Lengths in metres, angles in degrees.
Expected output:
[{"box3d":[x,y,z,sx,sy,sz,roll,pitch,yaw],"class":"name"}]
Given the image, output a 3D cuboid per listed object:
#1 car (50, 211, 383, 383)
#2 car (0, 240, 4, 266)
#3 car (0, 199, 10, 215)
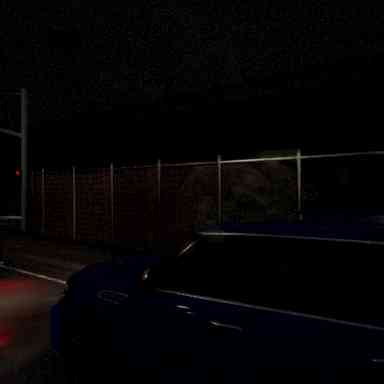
[{"box3d":[0.935,1.221,3.323,5.566,2.045,2.150,0,0,35],"class":"car"},{"box3d":[-7.080,1.492,9.039,4.902,1.511,2.128,0,0,33],"class":"car"},{"box3d":[-20.181,1.407,31.902,2.097,1.767,4.553,0,0,37],"class":"car"}]
